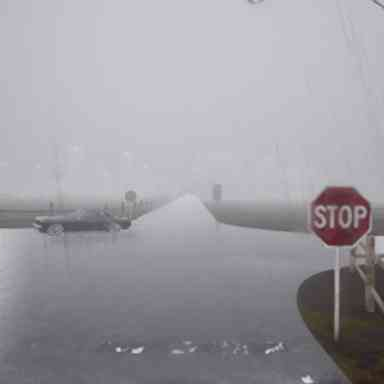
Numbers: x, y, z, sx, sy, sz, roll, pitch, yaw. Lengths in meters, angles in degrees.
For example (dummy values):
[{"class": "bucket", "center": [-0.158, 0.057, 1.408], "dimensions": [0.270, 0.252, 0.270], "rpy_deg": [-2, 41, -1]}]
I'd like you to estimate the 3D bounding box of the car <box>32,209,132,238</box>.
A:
[{"class": "car", "center": [-5.631, 1.542, 17.221], "dimensions": [4.718, 1.301, 1.895], "rpy_deg": [2, 1, -34]}]
